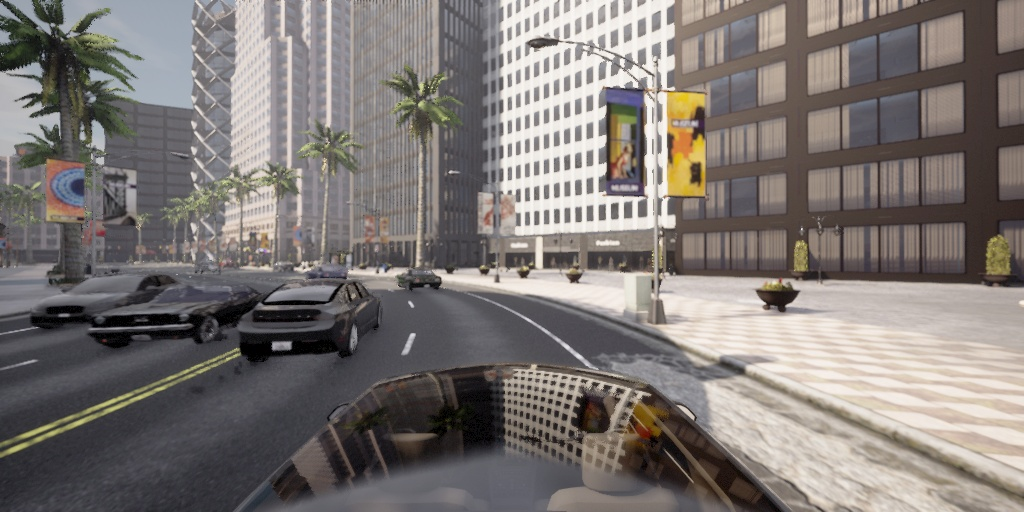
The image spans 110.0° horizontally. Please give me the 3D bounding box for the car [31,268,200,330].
[{"bbox_3d":[-12.570,1.318,11.672,1.837,1.490,4.892,1,-1,-20],"label":"car"}]

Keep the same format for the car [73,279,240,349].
[{"bbox_3d":[-8.274,1.399,9.586,1.895,1.301,4.718,0,0,-15],"label":"car"}]

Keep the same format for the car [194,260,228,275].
[{"bbox_3d":[-34.940,1.230,41.143,4.902,1.511,2.128,0,0,39],"label":"car"}]

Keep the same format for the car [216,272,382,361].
[{"bbox_3d":[-4.348,1.294,8.471,1.837,1.490,4.892,1,0,-10],"label":"car"}]

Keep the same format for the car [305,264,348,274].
[{"bbox_3d":[-15.277,1.510,29.304,1.895,1.301,4.718,0,0,-45],"label":"car"}]

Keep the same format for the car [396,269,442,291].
[{"bbox_3d":[-6.095,1.469,22.968,1.895,1.301,4.718,0,0,-30],"label":"car"}]
